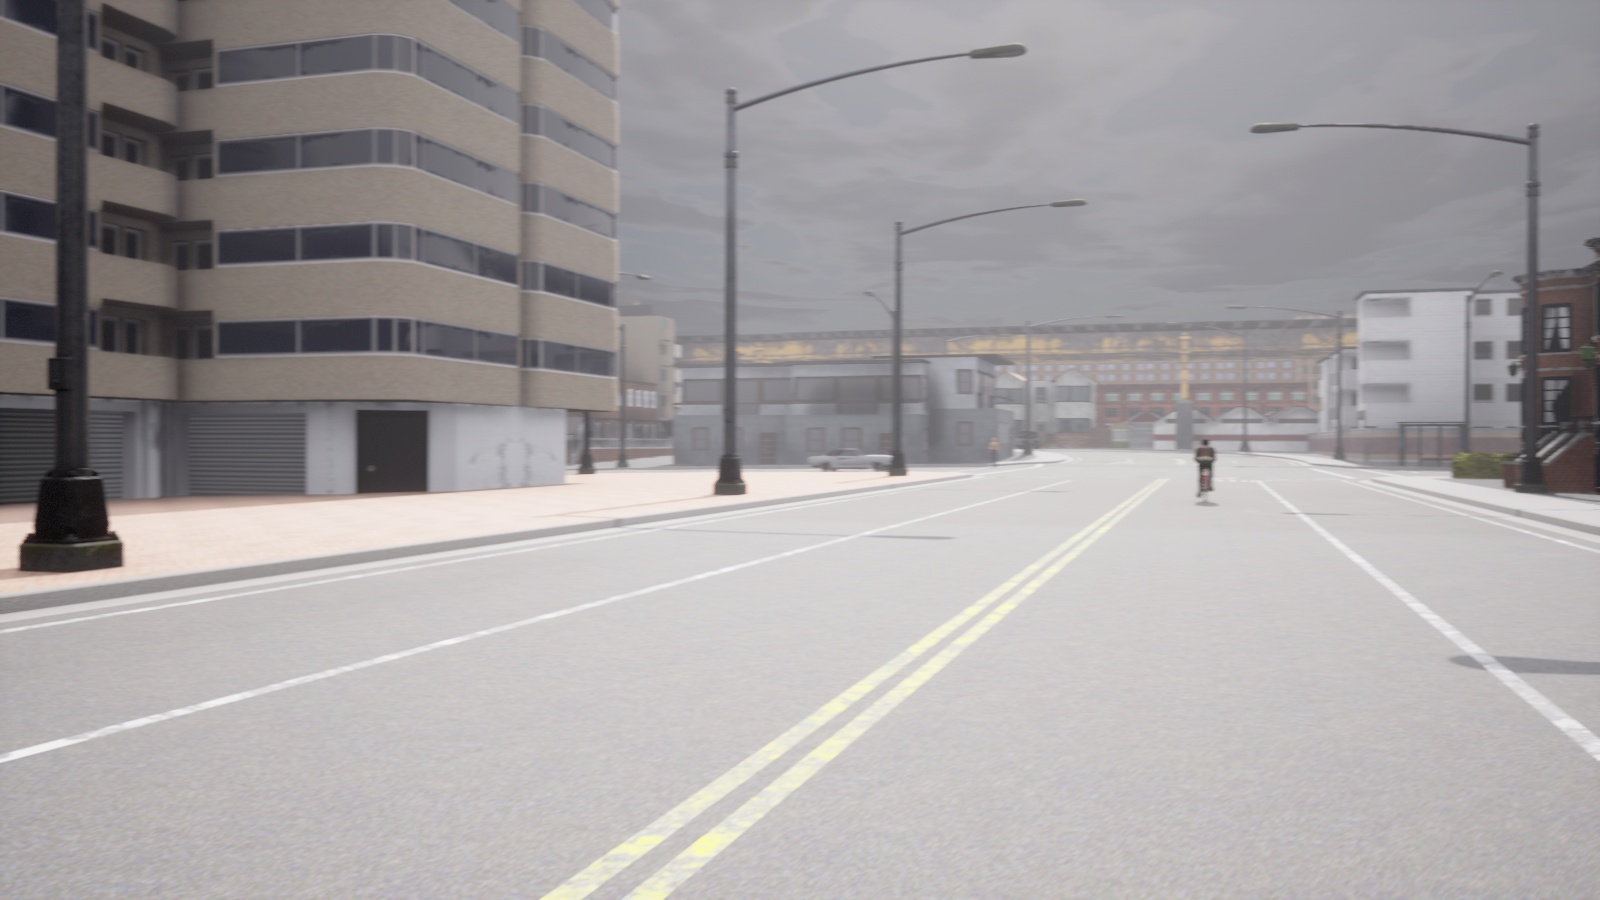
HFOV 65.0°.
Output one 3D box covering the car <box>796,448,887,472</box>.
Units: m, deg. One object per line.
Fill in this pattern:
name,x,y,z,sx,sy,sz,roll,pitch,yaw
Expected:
car,2.291,0.553,69.235,4.718,1.301,1.895,0,0,16
